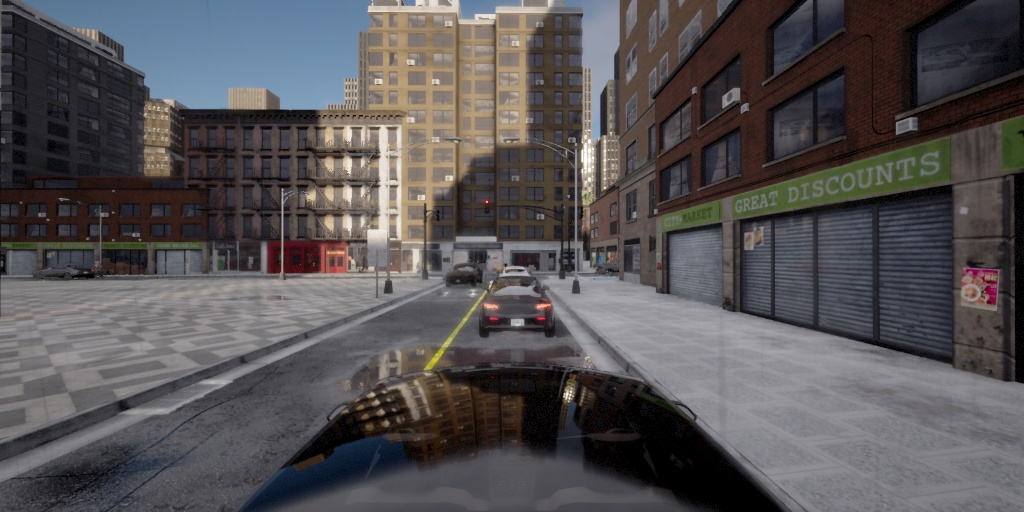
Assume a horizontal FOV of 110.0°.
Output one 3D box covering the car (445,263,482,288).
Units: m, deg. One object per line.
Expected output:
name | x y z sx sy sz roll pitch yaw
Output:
car | -3.113 1.219 23.906 1.882 1.535 5.008 -1 0 3

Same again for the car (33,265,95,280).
car | -43.555 1.605 34.932 4.181 1.385 1.994 0 0 -1

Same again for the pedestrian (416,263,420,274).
pedestrian | -10.050 0.969 38.287 0.375 1.860 0.375 0 0 -1

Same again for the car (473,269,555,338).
car | 0.119 1.274 10.089 1.812 1.442 4.674 0 0 0

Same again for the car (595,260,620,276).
car | 10.704 1.127 35.424 4.902 1.511 2.128 -1 0 -1

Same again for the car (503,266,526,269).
car | 0.145 1.269 19.870 1.812 1.442 4.674 0 0 -1
